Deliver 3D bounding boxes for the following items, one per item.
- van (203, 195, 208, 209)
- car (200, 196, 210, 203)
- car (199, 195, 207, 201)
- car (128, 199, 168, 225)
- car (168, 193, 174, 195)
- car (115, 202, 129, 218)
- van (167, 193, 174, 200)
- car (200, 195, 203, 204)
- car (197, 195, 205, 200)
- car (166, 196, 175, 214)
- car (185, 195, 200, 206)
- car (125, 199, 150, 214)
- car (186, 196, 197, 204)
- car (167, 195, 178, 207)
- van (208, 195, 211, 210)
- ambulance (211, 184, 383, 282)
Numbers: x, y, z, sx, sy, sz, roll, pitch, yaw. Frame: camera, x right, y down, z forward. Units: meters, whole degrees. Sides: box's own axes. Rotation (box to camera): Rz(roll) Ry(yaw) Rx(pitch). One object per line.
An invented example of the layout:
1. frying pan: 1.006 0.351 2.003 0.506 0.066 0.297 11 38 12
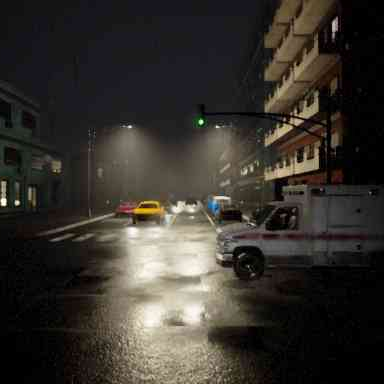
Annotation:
1. van: 2.642 1.322 41.252 1.690 1.788 3.998 1 0 0
2. car: 2.596 1.515 69.156 1.947 1.339 4.313 1 0 0
3. car: 2.579 1.475 80.318 1.887 1.381 4.507 1 0 0
4. car: -3.126 1.470 24.555 1.882 1.535 5.008 0 0 0
5. car: -5.810 1.487 85.844 1.947 1.339 4.313 1 0 0
6. car: -5.725 1.571 30.041 1.802 1.307 4.206 1 0 0
7. van: -5.814 1.252 91.424 1.690 1.788 3.998 1 0 0
8. car: 2.622 1.496 52.583 1.752 1.417 4.829 1 0 0
9. car: 2.562 1.462 91.479 2.008 1.369 4.403 1 0 0
10. car: -3.139 1.490 35.440 1.837 1.490 4.892 0 0 0
11. car: -0.083 1.533 54.372 1.994 1.385 4.181 0 0 0
12. car: -5.733 1.530 35.622 1.887 1.381 4.507 1 0 0
13. car: -0.100 1.520 64.413 1.994 1.385 4.181 0 0 0
14. car: -3.151 1.575 49.295 1.895 1.301 4.718 0 0 0
15. van: 2.659 1.330 30.089 1.690 1.788 3.998 1 0 0
16. ambulance: 3.831 1.033 9.165 6.366 2.431 2.351 0 0 1
